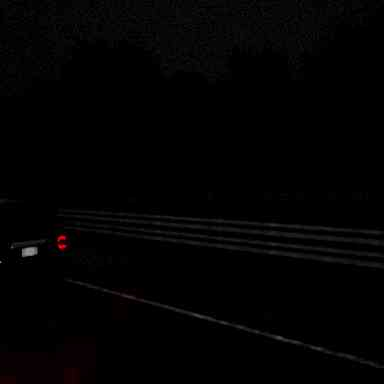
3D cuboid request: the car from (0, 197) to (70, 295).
[{"bbox_3d":[-5.091,1.132,7.576,5.566,2.045,2.150,1,1,36],"label":"car"}]
